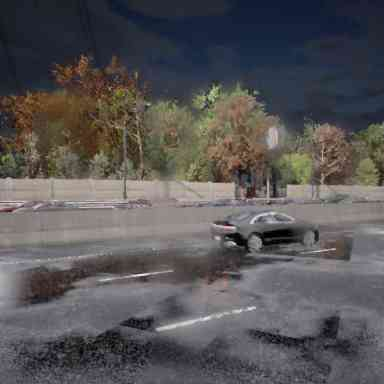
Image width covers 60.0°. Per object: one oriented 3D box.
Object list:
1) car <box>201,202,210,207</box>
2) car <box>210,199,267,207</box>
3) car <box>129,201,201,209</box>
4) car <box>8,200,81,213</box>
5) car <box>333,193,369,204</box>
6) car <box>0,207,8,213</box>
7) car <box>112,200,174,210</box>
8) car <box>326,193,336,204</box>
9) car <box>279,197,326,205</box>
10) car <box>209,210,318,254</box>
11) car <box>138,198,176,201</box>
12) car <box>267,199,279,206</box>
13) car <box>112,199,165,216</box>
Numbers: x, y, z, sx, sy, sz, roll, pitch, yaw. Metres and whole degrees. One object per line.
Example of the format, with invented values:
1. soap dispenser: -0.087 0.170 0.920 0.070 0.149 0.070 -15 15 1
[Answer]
1. car: 3.128 1.548 38.148 5.357 1.411 2.033 0 0 -30
2. car: 4.991 1.548 35.177 5.357 1.411 2.033 0 0 -31
3. car: -1.861 1.563 23.036 4.181 1.385 1.994 0 0 -30
4. car: -11.169 1.492 25.687 4.902 1.511 2.128 0 0 -30
5. car: 21.899 1.358 45.103 4.553 1.767 2.097 0 0 -30
6. car: -13.666 1.478 28.282 5.008 1.535 1.882 0 0 -30
7. car: -4.310 1.547 25.656 5.357 1.411 2.033 0 0 -30
8. car: 20.919 1.228 48.582 5.566 2.045 2.150 0 0 -30
9. car: 13.388 1.493 40.107 4.902 1.511 2.128 0 0 -30
10. car: 3.022 1.490 13.495 4.902 1.511 2.128 0 0 -30
11. car: -3.192 1.352 30.371 4.553 1.767 2.097 0 0 -30
12. car: 12.001 1.549 43.350 5.357 1.411 2.033 0 0 -30
13. car: -5.301 1.505 33.188 4.892 1.490 1.837 0 0 -30
